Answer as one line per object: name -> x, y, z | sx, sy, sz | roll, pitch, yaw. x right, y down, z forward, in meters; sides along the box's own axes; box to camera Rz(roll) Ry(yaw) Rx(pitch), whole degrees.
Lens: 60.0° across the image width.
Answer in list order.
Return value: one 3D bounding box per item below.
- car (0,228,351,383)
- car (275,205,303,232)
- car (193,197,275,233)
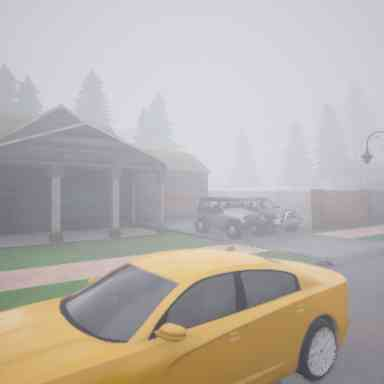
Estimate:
car -> -0.161, 1.477, 3.877 | 5.008, 1.535, 1.882 | 0, 0, -36
car -> 3.549, 1.174, 17.931 | 1.932, 1.855, 4.605 | 0, 0, -36
car -> 1.740, 1.176, 16.142 | 1.905, 1.878, 3.866 | 0, 0, -36
